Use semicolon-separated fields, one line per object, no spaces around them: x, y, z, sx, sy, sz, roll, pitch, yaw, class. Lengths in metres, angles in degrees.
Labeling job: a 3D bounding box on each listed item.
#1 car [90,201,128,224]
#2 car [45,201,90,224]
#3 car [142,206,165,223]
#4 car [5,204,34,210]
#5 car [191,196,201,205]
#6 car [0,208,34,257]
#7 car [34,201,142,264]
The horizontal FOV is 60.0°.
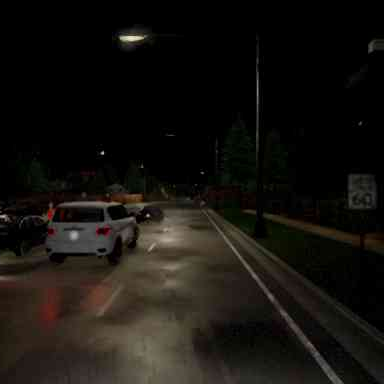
-6.981;1.655;28.417;2.097;1.767;4.553;0;-1;0;car
-10.481;1.655;28.417;2.097;1.767;4.553;0;-1;0;car
-3.485;1.869;28.474;1.994;1.385;4.181;0;-1;1;car
-14.317;1.812;28.493;1.837;1.490;4.892;0;0;1;car
1.231;2.345;83.454;1.801;1.575;5.366;0;-1;0;car
-6.982;1.638;13.499;2.128;1.511;4.902;0;0;0;car
-3.491;1.360;12.550;2.150;2.045;5.566;0;0;0;car
